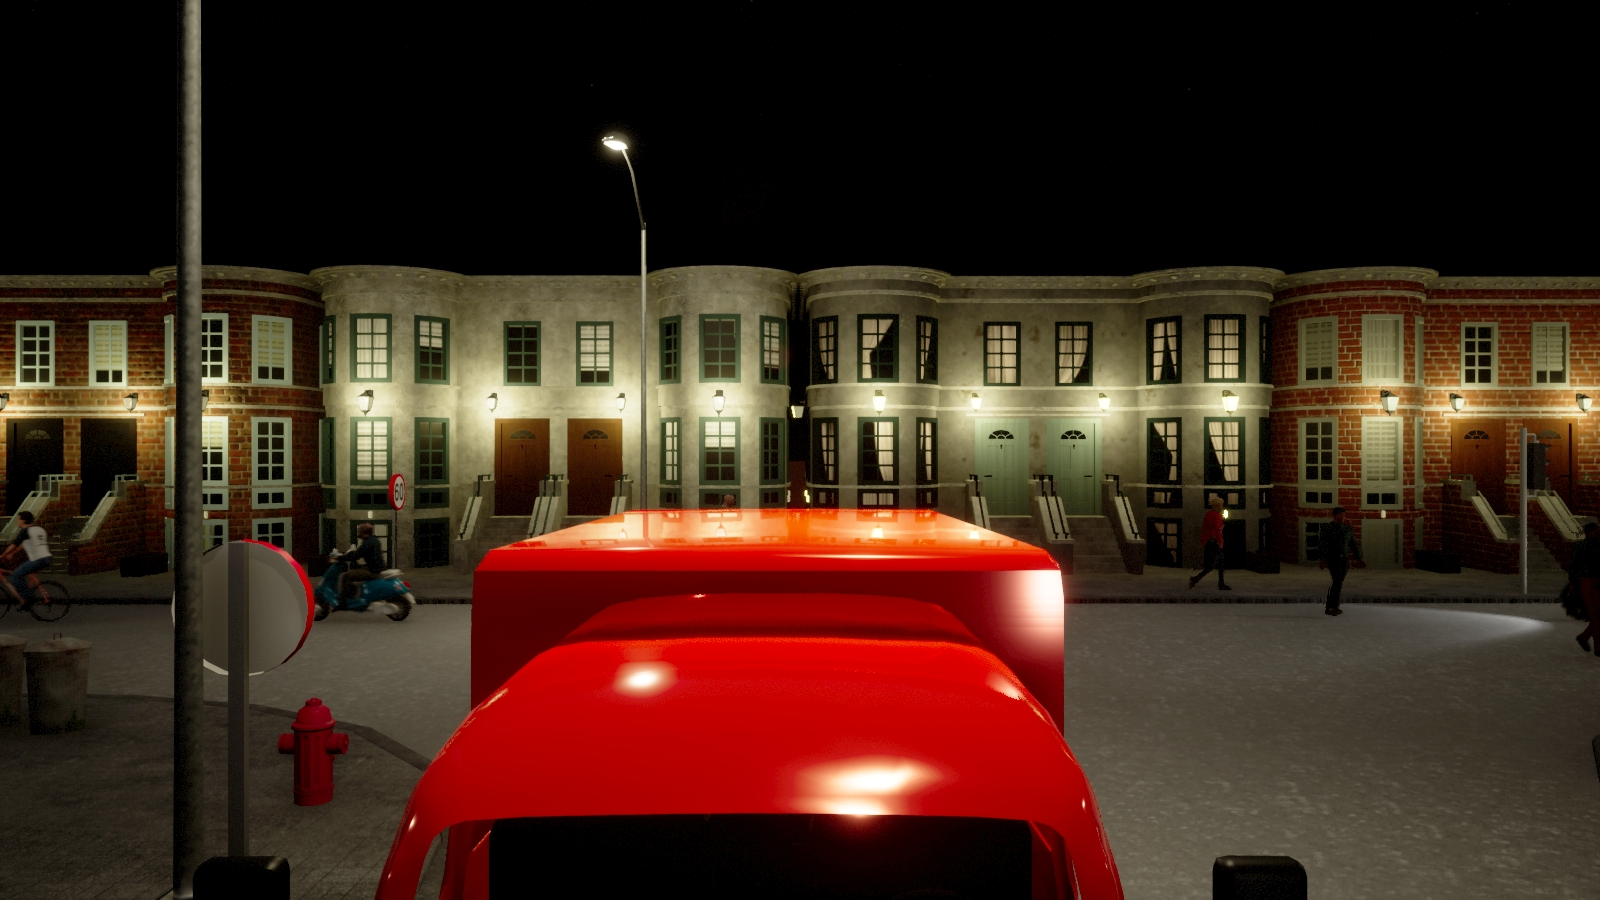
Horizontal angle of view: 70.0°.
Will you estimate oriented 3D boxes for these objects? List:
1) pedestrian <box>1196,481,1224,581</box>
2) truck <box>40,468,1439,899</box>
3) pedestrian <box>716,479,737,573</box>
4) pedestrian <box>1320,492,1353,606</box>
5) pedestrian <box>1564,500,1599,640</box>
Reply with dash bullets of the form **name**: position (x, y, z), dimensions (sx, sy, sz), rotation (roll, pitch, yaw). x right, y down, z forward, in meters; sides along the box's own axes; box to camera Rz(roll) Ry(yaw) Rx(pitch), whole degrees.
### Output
- **pedestrian**: position (7.774, 1.525, 21.646), dimensions (0.375, 1.860, 0.375), rotation (0, 0, -6)
- **truck**: position (-0.117, 1.348, 4.748), dimensions (2.627, 2.467, 5.204), rotation (0, 0, 0)
- **pedestrian**: position (-1.479, 1.525, 23.005), dimensions (0.375, 1.860, 0.375), rotation (0, 0, 3)
- **pedestrian**: position (8.901, 1.628, 18.954), dimensions (0.375, 1.860, 0.375), rotation (0, 0, 0)
- **pedestrian**: position (10.763, 1.629, 15.626), dimensions (0.375, 1.860, 0.375), rotation (0, 0, -9)
